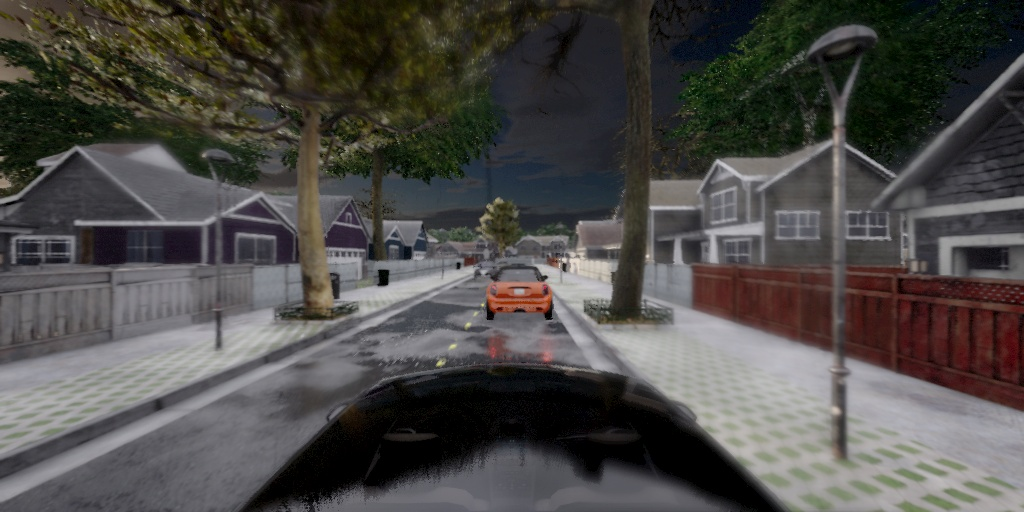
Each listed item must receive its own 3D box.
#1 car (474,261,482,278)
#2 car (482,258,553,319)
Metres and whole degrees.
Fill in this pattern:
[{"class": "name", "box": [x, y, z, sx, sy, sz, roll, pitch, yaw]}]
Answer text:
[{"class": "car", "box": [-2.379, 1.228, 32.964, 2.128, 1.511, 4.902, 0, 0, 1]}, {"class": "car", "box": [0.259, 1.093, 12.934, 2.097, 1.767, 4.553, 0, 0, 1]}]
